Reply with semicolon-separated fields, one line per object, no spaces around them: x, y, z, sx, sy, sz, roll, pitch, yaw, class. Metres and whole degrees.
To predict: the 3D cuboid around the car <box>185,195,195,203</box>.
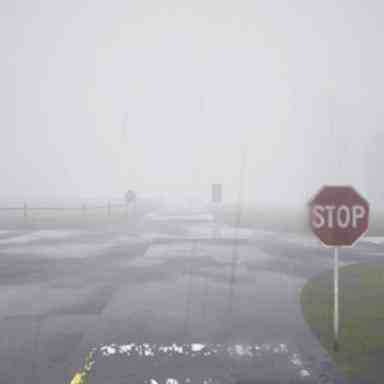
-0.451;1.455;71.404;1.837;1.490;4.892;0;0;-6;car

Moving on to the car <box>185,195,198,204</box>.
0.181;1.536;60.875;2.033;1.411;5.357;0;0;-2;car
